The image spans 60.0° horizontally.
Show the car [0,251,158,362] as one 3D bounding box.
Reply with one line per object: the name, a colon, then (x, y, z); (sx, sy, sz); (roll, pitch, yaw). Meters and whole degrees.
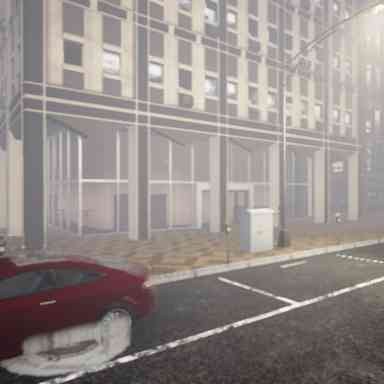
car: (-2.506, 1.582, 4.776); (4.206, 1.307, 1.802); (0, 0, -36)
